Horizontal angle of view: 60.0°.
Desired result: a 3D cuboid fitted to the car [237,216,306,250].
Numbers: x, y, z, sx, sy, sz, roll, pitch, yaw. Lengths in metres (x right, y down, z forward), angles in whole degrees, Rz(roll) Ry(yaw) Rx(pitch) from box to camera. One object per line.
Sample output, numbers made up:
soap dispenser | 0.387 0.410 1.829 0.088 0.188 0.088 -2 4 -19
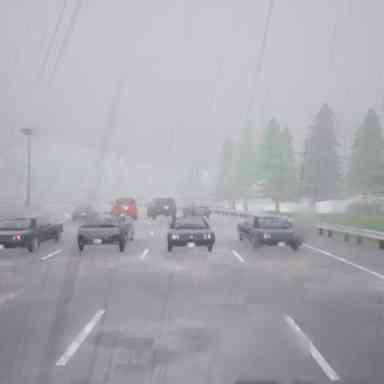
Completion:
car | 3.324 1.744 15.034 1.895 1.301 4.718 0 -1 -4

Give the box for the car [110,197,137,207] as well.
car | -6.352 1.510 31.059 2.150 2.045 5.566 0 0 -15

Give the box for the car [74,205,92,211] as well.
car | -9.811 1.852 30.400 1.994 1.385 4.181 0 -1 -16

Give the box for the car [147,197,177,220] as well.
car | -2.971 1.519 31.967 2.150 2.045 5.566 0 0 -15

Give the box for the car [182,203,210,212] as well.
car | 0.330 1.806 33.121 2.128 1.511 4.902 0 0 -16

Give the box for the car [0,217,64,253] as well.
car | -7.158 1.738 14.414 1.895 1.301 4.718 0 -1 -4

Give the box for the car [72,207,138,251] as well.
car | -3.683 1.633 14.805 2.128 1.511 4.902 0 0 -4

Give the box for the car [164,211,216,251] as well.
car | -0.170 1.742 14.826 1.895 1.301 4.718 0 -1 -4
